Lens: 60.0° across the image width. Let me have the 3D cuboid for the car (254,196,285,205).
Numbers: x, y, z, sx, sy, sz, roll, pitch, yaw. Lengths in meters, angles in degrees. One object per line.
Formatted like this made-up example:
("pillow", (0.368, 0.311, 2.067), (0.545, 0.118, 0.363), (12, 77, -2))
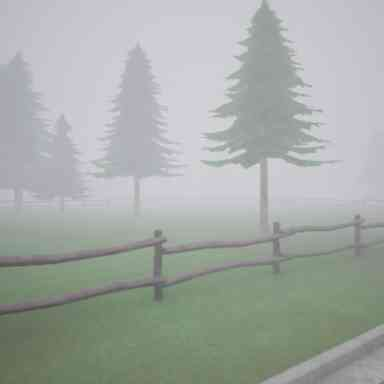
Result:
("car", (13.259, 1.586, 58.209), (4.718, 1.301, 1.895), (0, 0, 28))

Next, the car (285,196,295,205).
("car", (16.086, 1.461, 60.263), (5.008, 1.535, 1.882), (0, 0, 30))
